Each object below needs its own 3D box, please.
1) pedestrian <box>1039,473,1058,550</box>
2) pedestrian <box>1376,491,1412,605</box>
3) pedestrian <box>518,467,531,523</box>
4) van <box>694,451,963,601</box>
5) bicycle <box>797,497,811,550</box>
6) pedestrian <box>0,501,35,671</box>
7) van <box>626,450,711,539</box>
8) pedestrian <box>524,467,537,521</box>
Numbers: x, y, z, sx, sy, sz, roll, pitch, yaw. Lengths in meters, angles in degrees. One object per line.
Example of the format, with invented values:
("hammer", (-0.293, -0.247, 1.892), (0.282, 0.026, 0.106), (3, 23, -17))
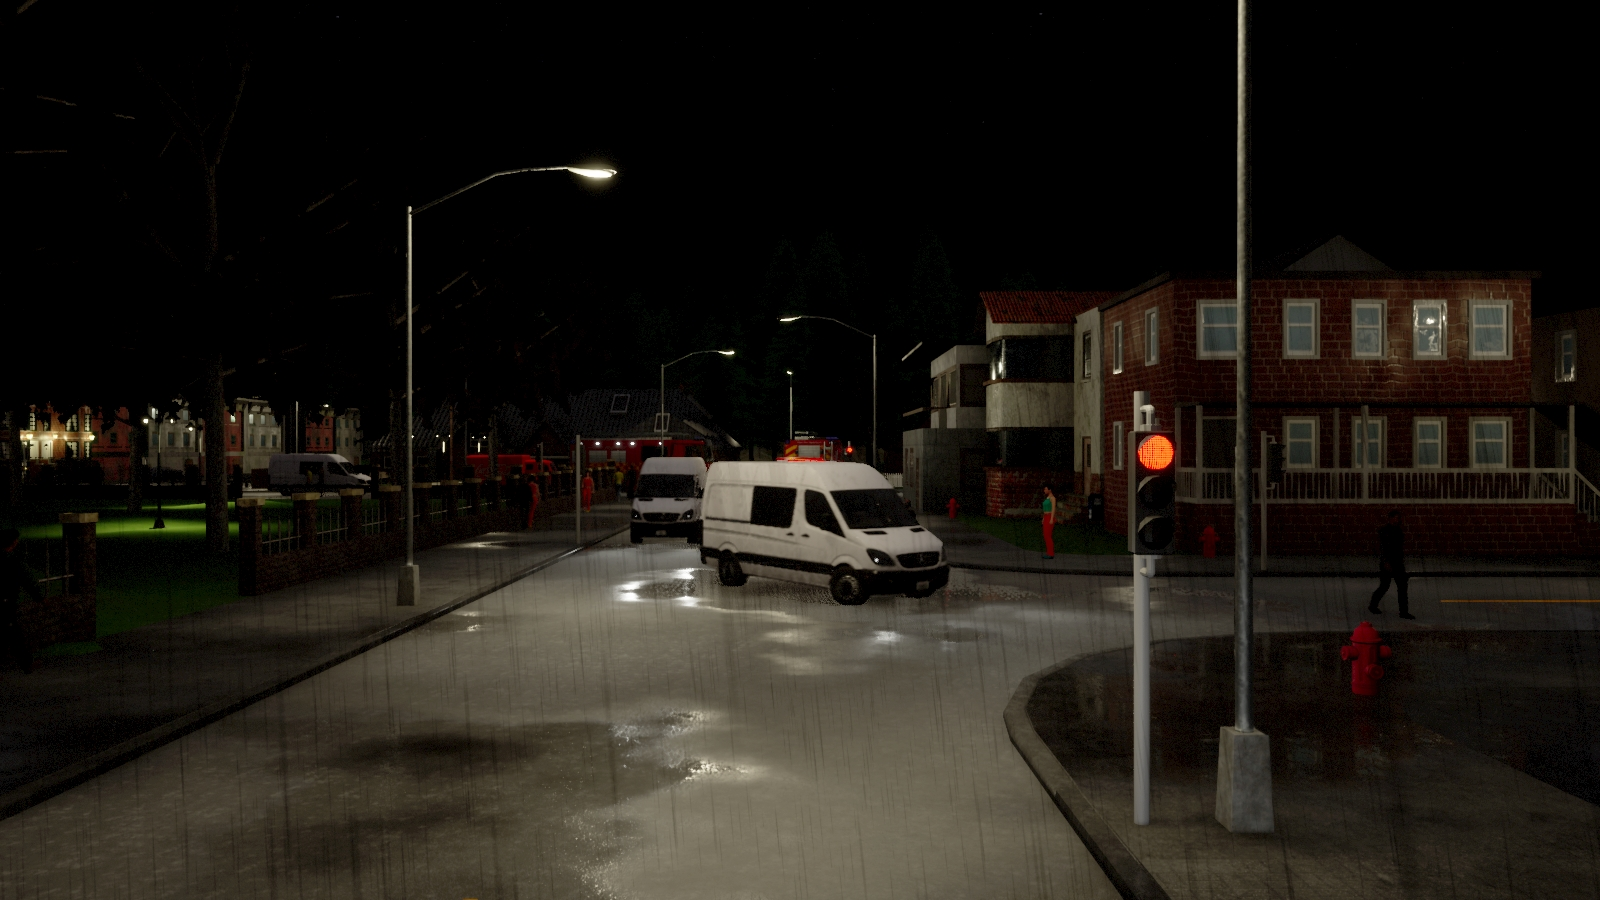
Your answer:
("pedestrian", (6.059, 1.504, 27.875), (0.375, 1.860, 0.375), (0, 0, -4))
("pedestrian", (9.876, 1.620, 18.995), (0.375, 1.860, 0.375), (0, 0, -17))
("pedestrian", (-9.304, 1.508, 38.620), (0.375, 1.860, 0.375), (0, 0, -5))
("van", (0.359, 1.304, 22.590), (1.988, 2.561, 5.915), (0, 0, -38))
("bicycle", (0.094, 1.927, 30.359), (0.329, 1.271, 1.835), (0, 0, -1))
("pedestrian", (-8.951, 1.519, 12.887), (0.375, 1.860, 0.375), (0, 0, 8))
("van", (-4.021, 1.300, 35.817), (1.988, 2.561, 5.915), (0, 0, 0))
("pedestrian", (-9.334, 1.508, 39.606), (0.375, 1.860, 0.375), (0, 0, -1))
